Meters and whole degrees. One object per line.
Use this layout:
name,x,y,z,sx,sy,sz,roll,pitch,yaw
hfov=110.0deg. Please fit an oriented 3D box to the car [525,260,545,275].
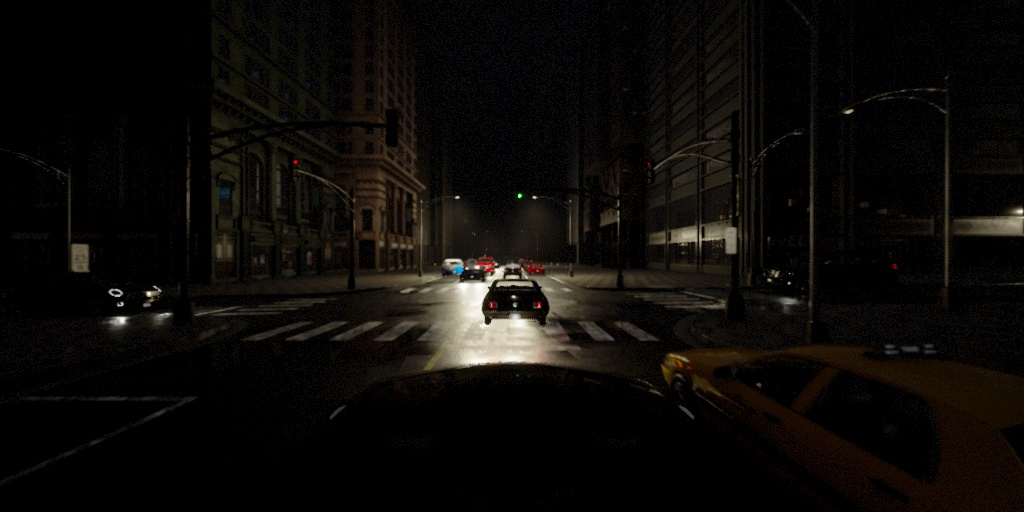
car,2.748,1.464,40.704,1.888,1.381,4.507,0,0,0

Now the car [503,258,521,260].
car,-0.028,1.516,62.257,2.128,1.511,4.902,0,0,0

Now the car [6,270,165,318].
car,-16.872,1.424,14.373,4.553,1.767,2.097,-1,0,0

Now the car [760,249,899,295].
car,15.312,0.740,17.479,5.566,2.045,2.150,-2,0,0

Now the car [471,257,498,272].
car,-3.115,1.146,41.812,2.150,2.045,5.566,0,0,1

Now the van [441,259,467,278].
van,-5.804,1.234,35.190,1.690,1.789,3.998,0,0,0

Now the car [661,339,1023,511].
car,2.769,1.279,2.782,1.751,1.417,4.829,0,0,0

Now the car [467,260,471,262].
car,-5.807,1.464,40.715,1.888,1.381,4.507,0,0,0

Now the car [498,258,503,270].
car,-3.060,1.566,61.373,2.033,1.411,5.357,0,0,0

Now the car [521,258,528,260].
car,2.730,1.525,57.450,1.751,1.417,4.829,0,0,0

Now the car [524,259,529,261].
car,2.742,1.491,46.229,1.888,1.381,4.507,0,0,0

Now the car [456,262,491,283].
car,-3.112,1.433,29.804,1.994,1.385,4.181,0,0,0

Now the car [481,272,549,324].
car,0.090,1.395,12.109,1.895,1.301,4.718,0,0,0

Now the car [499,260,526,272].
car,0.070,1.445,36.128,2.033,1.411,5.357,0,0,0
